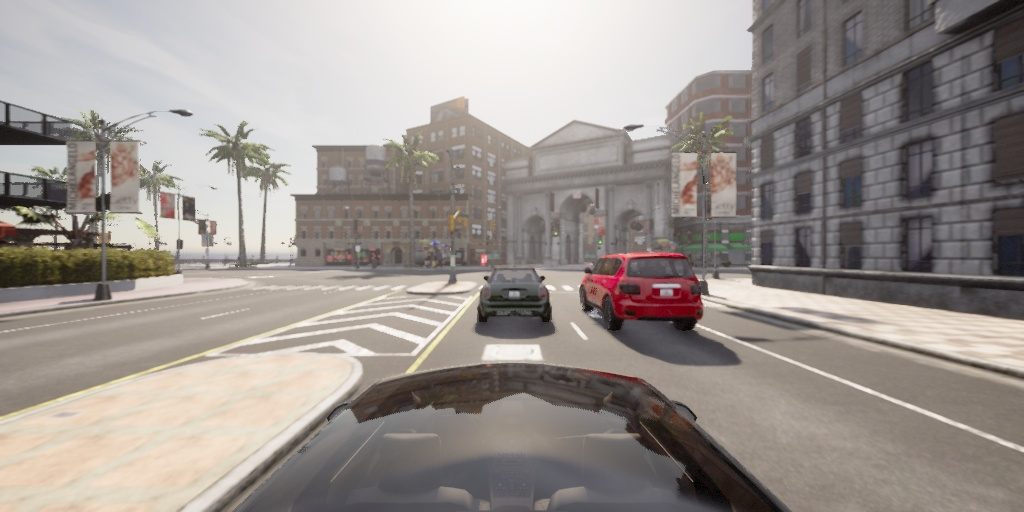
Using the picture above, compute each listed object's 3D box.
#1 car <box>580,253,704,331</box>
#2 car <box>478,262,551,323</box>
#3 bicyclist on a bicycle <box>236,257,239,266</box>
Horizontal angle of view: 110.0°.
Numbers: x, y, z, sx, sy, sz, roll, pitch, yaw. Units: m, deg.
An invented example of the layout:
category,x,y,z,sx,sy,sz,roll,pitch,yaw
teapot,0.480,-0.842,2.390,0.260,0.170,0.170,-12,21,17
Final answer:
category,x,y,z,sx,sy,sz,roll,pitch,yaw
car,3.576,0.940,10.956,2.150,2.045,5.566,0,0,0
car,0.082,1.069,12.098,2.097,1.767,4.553,0,0,0
bicyclist on a bicycle,-38.358,0.895,50.427,0.582,1.620,1.656,0,0,1
